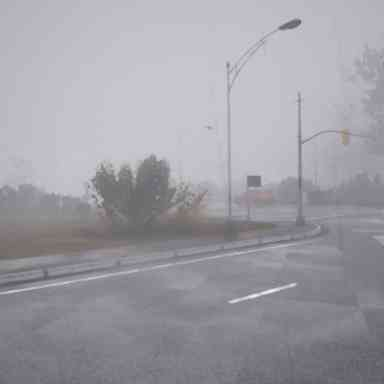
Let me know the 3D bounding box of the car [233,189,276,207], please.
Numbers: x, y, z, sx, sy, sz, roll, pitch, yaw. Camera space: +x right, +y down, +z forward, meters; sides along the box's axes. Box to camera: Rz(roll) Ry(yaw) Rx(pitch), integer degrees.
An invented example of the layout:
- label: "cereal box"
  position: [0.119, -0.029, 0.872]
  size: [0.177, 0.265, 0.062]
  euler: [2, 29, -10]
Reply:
- label: "car"
  position: [7.579, 0.703, 40.779]
  size: [2.150, 2.045, 5.566]
  euler: [-1, 1, -39]
